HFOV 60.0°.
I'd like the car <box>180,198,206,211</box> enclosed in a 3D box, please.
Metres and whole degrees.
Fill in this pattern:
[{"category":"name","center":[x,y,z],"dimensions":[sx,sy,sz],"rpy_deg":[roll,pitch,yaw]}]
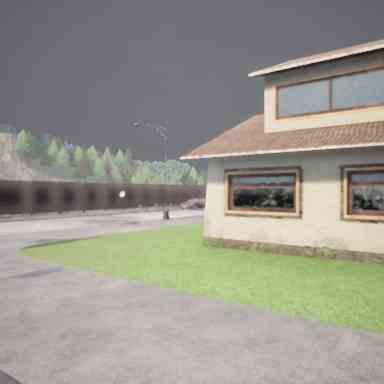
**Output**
[{"category":"car","center":[0.414,1.487,40.454],"dimensions":[1.812,1.442,4.674],"rpy_deg":[0,0,35]}]
